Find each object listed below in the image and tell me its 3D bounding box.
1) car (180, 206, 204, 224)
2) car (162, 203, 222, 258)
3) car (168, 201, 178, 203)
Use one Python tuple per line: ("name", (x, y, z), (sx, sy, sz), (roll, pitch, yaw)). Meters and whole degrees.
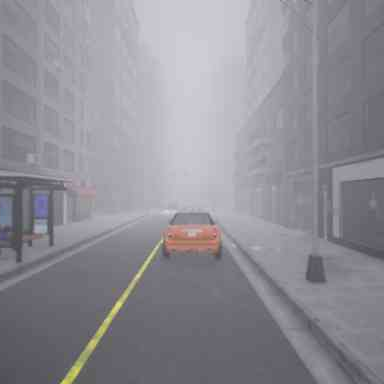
("car", (0.011, 1.891, 28.261), (1.895, 1.301, 4.718), (0, -1, 0))
("car", (0.018, 1.488, 13.441), (2.097, 1.767, 4.553), (0, -1, 0))
("car", (-3.024, 2.152, 52.811), (1.895, 1.301, 4.718), (0, -1, 0))
